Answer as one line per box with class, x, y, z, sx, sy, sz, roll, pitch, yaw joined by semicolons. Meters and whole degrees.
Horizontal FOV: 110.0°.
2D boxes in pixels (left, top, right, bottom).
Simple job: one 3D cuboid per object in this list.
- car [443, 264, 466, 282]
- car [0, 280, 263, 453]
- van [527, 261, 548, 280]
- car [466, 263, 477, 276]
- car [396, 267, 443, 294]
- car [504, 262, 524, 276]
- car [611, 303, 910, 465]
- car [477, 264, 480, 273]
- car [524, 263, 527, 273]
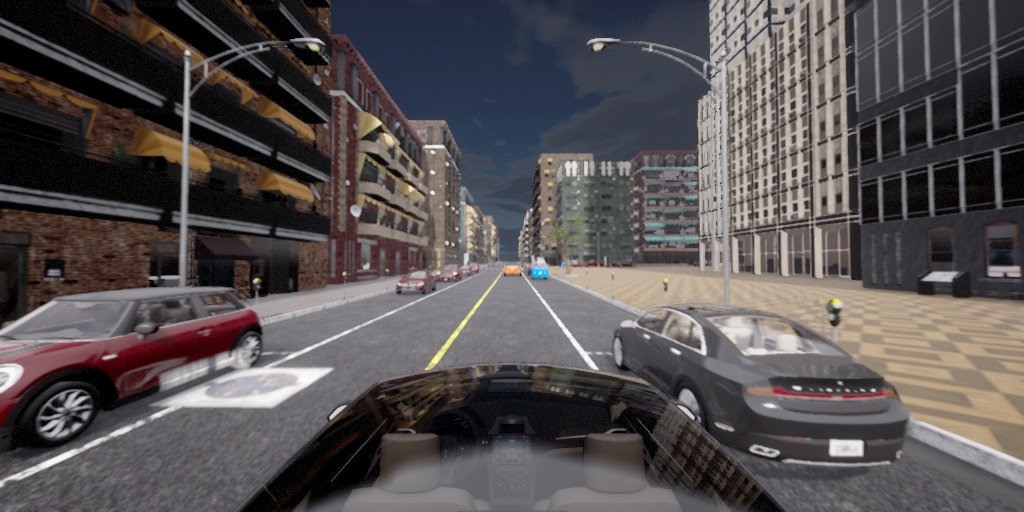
car;-5.705;1.508;32.915;1.967;1.591;4.097;0;0;0
car;-5.690;1.224;5.068;1.967;1.591;4.097;0;0;0
van;2.707;1.443;36.305;1.690;1.789;3.998;0;0;0
car;-5.784;1.764;44.053;1.802;1.307;4.207;0;0;0
car;-5.696;1.537;21.776;1.802;1.307;4.207;0;0;0
car;0.085;1.541;44.777;2.097;1.767;4.553;0;-1;0
car;2.691;1.334;5.070;2.007;1.370;4.403;0;0;0
car;-5.838;1.714;52.957;1.967;1.591;4.097;0;0;0
car;2.760;1.734;44.766;1.888;1.381;4.507;0;0;0
